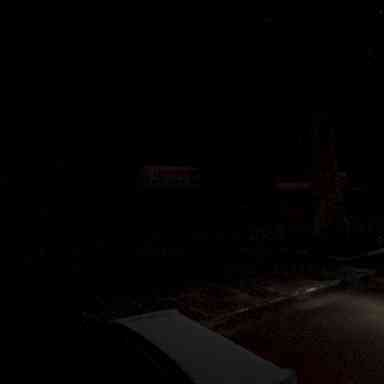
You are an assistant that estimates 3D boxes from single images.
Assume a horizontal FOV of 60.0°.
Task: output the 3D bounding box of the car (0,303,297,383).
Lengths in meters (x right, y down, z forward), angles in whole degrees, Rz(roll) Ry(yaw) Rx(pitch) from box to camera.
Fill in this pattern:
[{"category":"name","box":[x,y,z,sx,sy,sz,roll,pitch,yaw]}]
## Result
[{"category":"car","box":[-1.577,1.603,1.944,4.718,1.301,1.895,-1,0,-35]}]
